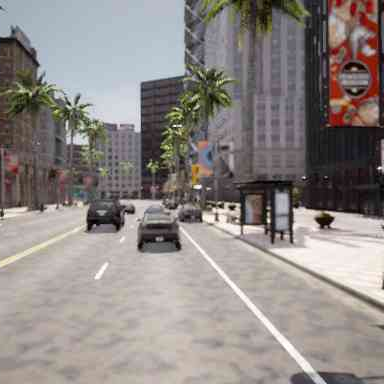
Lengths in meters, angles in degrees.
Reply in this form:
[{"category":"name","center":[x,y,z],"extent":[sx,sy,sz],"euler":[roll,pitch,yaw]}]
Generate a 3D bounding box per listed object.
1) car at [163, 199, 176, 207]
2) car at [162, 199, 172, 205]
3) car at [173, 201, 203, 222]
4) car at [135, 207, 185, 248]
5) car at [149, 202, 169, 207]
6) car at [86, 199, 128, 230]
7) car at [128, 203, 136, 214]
[{"category":"car","center":[-3.692,2.028,58.730],"extent":[2.185,1.767,4.553],"euler":[0,-1,-7]},{"category":"car","center":[-6.006,2.441,80.536],"extent":[2.161,1.482,4.786],"euler":[0,-1,-7]},{"category":"car","center":[-0.192,1.811,29.565],"extent":[2.231,1.521,4.892],"euler":[0,-1,-7]},{"category":"car","center":[-1.592,1.692,15.924],"extent":[1.837,1.490,4.892],"euler":[0,-1,-6]},{"category":"car","center":[-3.599,1.950,32.870],"extent":[1.994,1.385,4.181],"euler":[0,-1,-7]},{"category":"car","center":[-6.015,1.520,23.647],"extent":[2.150,2.045,5.566],"euler":[0,-1,-7]},{"category":"car","center":[-8.364,2.092,43.169],"extent":[1.994,1.385,4.181],"euler":[0,-1,-7]}]
